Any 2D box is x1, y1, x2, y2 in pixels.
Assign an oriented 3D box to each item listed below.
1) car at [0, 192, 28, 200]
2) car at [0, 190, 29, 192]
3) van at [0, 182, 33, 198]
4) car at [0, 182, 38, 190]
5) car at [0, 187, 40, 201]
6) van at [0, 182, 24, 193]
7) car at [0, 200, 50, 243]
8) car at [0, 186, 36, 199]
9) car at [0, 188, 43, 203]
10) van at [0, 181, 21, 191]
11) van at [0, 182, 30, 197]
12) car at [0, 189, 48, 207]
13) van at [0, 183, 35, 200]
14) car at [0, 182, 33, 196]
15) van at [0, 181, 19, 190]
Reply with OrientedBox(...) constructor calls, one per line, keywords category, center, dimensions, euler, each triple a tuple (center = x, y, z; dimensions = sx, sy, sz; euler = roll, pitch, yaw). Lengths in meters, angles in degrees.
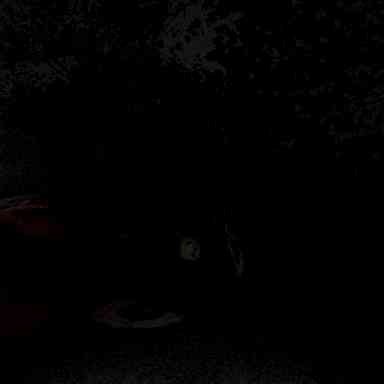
OrientedBox(category="car", center=(-8.201, 1.086, 17.614), dimensions=(4.553, 1.767, 2.185), euler=(1, 2, -30))
OrientedBox(category="car", center=(-12.483, 0.872, 24.593), dimensions=(5.366, 1.575, 1.946), euler=(1, 2, -30))
OrientedBox(category="van", center=(-24.667, -0.277, 46.306), dimensions=(4.442, 1.987, 1.878), euler=(1, 1, -30))
OrientedBox(category="car", center=(-15.056, 0.402, 29.486), dimensions=(5.566, 2.045, 2.435), euler=(1, 2, -30))
OrientedBox(category="car", center=(-20.598, 0.252, 39.077), dimensions=(4.792, 1.488, 2.163), euler=(1, 1, -30))
OrientedBox(category="van", center=(-34.422, -0.901, 63.199), dimensions=(4.442, 1.987, 1.878), euler=(1, 1, -30))
OrientedBox(category="car", center=(-6.853, 1.323, 15.201), dimensions=(5.008, 1.535, 2.097), euler=(1, 2, -30))
OrientedBox(category="car", center=(-23.385, 0.036, 43.858), dimensions=(5.008, 1.535, 2.097), euler=(1, 1, -30))
OrientedBox(category="car", center=(-19.279, 0.348, 36.793), dimensions=(4.792, 1.488, 2.163), euler=(1, 2, -30))
OrientedBox(category="van", center=(-39.960, -1.255, 72.790), dimensions=(4.442, 1.987, 1.878), euler=(1, 1, -30))
OrientedBox(category="van", center=(-26.253, -0.369, 48.587), dimensions=(4.442, 1.987, 1.878), euler=(1, 1, -30))
OrientedBox(category="car", center=(-16.498, 0.569, 31.862), dimensions=(4.792, 1.488, 2.163), euler=(1, 2, -30))
OrientedBox(category="van", center=(-22.084, -0.100, 41.385), dimensions=(4.442, 1.987, 1.878), euler=(1, 1, -30))
OrientedBox(category="car", center=(-27.560, -0.482, 51.028), dimensions=(5.566, 2.045, 2.435), euler=(1, 1, -30))
OrientedBox(category="van", center=(-42.935, -1.436, 77.475), dimensions=(4.442, 1.987, 1.878), euler=(1, 1, -30))
